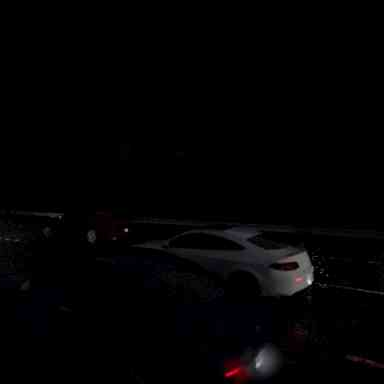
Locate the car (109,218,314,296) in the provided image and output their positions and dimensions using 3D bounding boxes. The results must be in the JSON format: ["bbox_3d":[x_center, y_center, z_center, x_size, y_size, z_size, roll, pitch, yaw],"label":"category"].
[{"bbox_3d":[0.399,1.515,7.833,4.674,1.442,1.812,0,0,34],"label":"car"}]

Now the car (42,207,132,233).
[{"bbox_3d":[-4.874,1.458,15.418,5.008,1.535,1.882,0,0,32],"label":"car"}]

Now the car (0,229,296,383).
[{"bbox_3d":[-1.189,1.519,4.688,4.674,1.442,1.812,0,0,34],"label":"car"}]
